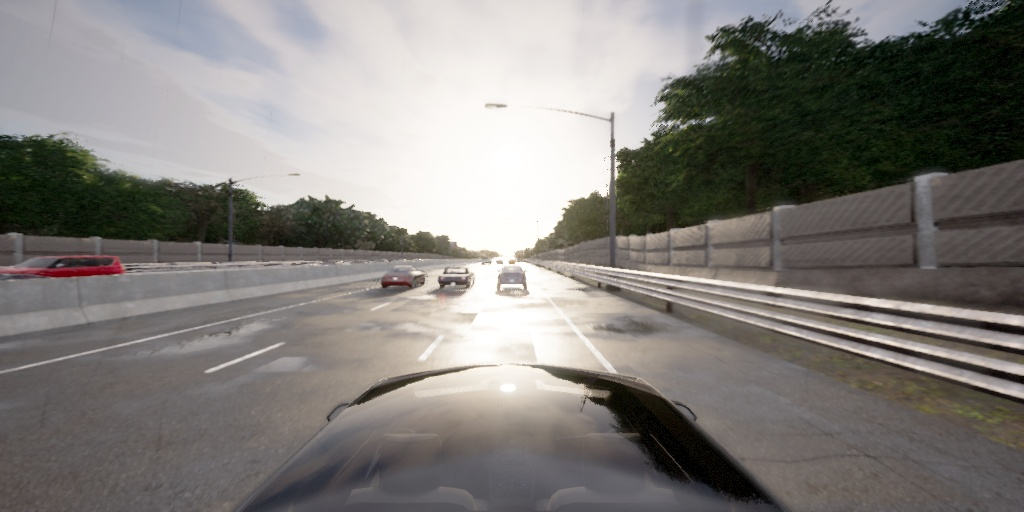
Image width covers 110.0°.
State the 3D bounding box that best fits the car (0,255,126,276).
[{"bbox_3d":[-24.549,0.972,19.441,2.150,2.045,5.566,0,0,1],"label":"car"}]

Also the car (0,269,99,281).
[{"bbox_3d":[-17.592,1.309,12.235,1.994,1.385,4.181,0,0,0],"label":"car"}]

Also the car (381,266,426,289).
[{"bbox_3d":[-7.006,1.338,23.532,1.994,1.385,4.181,0,0,0],"label":"car"}]

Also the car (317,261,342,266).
[{"bbox_3d":[-17.515,1.272,34.461,2.128,1.511,4.902,0,0,0],"label":"car"}]

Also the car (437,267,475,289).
[{"bbox_3d":[-3.507,1.379,23.558,1.895,1.301,4.718,0,0,0],"label":"car"}]

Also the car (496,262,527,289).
[{"bbox_3d":[-0.007,1.308,23.518,1.812,1.442,4.674,0,0,0],"label":"car"}]
